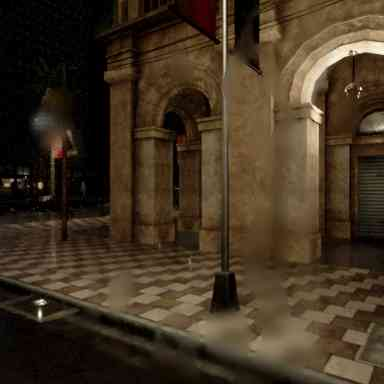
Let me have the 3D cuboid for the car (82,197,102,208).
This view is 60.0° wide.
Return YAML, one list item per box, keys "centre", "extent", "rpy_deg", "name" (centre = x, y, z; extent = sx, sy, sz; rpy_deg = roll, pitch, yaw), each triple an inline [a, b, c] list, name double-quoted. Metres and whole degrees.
- centre: [-15.125, 1.513, 47.780]
  extent: [2.161, 1.482, 4.786]
  rpy_deg: [0, 0, 35]
  name: "car"

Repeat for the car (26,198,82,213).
- centre: [-15.067, 1.504, 36.571]
  extent: [1.837, 1.490, 4.892]
  rpy_deg: [0, 0, 36]
  name: "car"

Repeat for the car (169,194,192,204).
- centre: [-2.265, 1.354, 65.545]
  extent: [2.185, 1.767, 4.553]
  rpy_deg: [0, 0, 35]
  name: "car"

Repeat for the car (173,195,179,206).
- centre: [-2.298, 1.491, 54.289]
  extent: [2.128, 1.511, 4.902]
  rpy_deg: [0, 0, 36]
  name: "car"

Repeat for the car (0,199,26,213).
- centre: [-19.003, 1.488, 37.103]
  extent: [2.128, 1.511, 4.902]
  rpy_deg: [0, 0, 35]
  name: "car"
